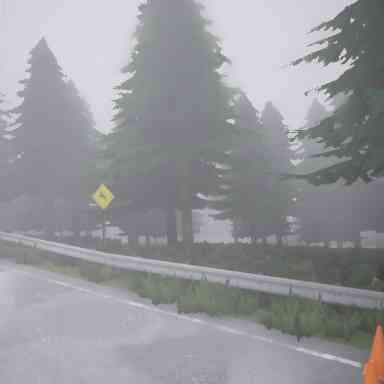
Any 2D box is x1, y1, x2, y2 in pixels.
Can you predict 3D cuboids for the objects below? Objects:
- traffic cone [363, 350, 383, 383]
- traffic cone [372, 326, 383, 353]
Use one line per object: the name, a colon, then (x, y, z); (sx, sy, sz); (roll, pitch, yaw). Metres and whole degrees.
traffic cone: (1.777, 1.956, 3.283); (0.340, 0.580, 0.340); (0, 0, 34)
traffic cone: (2.323, 1.956, 4.118); (0.340, 0.580, 0.340); (0, 0, 34)
